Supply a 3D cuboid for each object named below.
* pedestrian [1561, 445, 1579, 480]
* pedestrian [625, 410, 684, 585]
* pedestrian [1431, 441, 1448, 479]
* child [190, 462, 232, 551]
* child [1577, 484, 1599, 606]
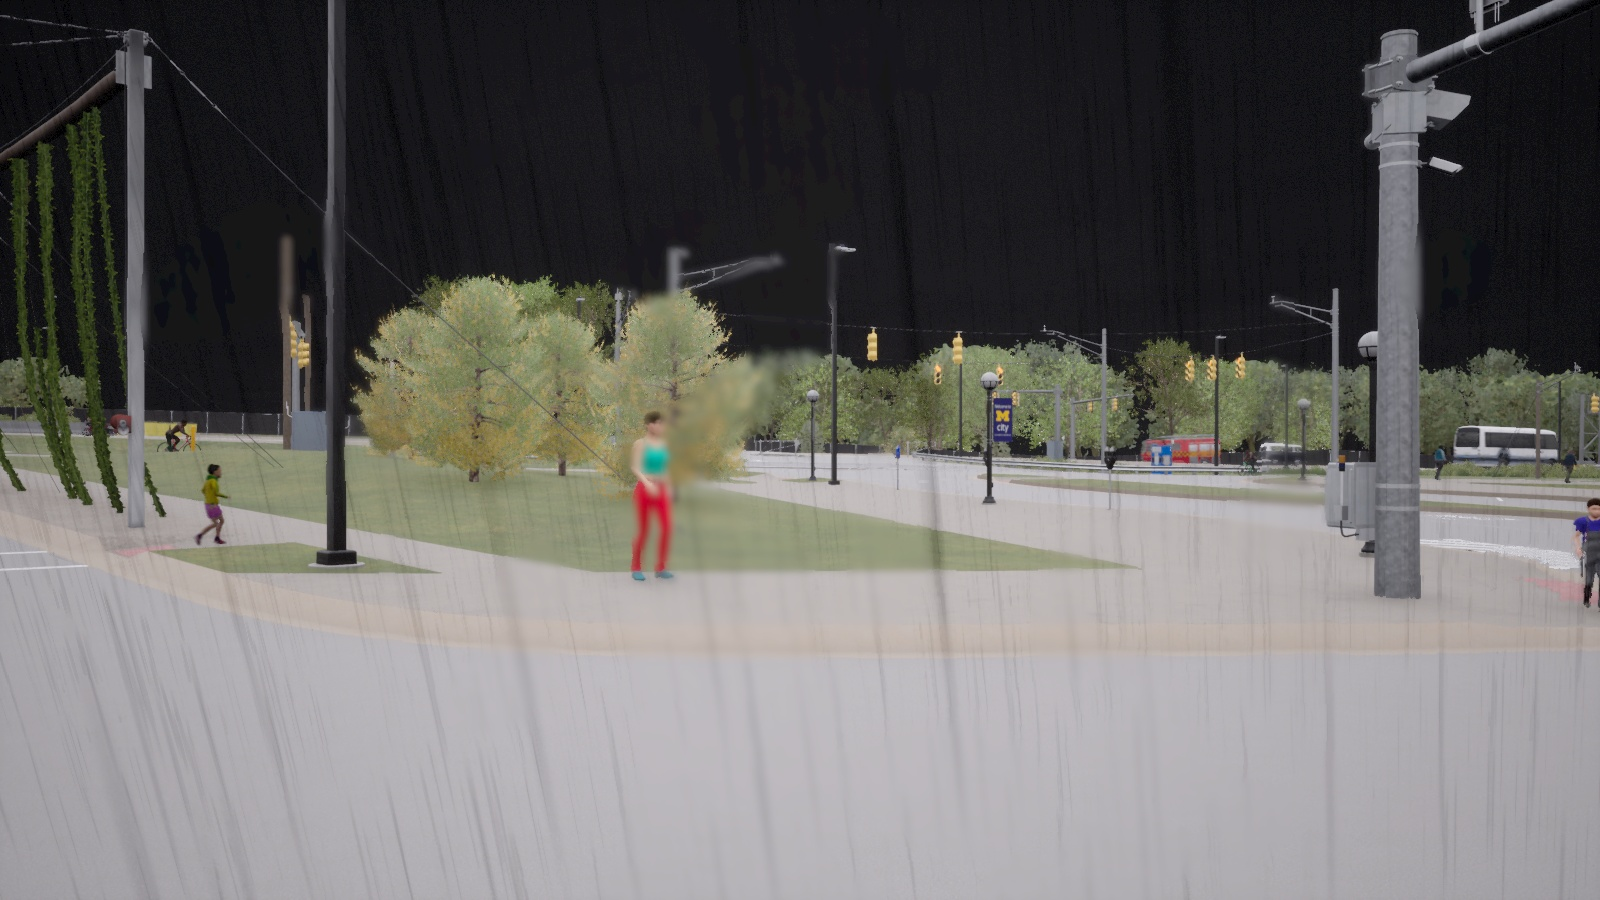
[{"bbox_3d":[41.075,0.679,66.985,0.726,1.842,0.402,0,0,-16],"label":"pedestrian"},{"bbox_3d":[-1.565,0.496,13.523,0.345,1.836,0.594,0,0,-42],"label":"pedestrian"},{"bbox_3d":[32.887,0.495,64.556,0.692,1.930,0.396,0,0,-18],"label":"pedestrian"},{"bbox_3d":[-7.897,0.749,16.830,0.473,1.160,0.299,0,0,-31],"label":"child"},{"bbox_3d":[8.397,0.994,13.262,0.270,1.263,0.437,0,0,24],"label":"child"}]
